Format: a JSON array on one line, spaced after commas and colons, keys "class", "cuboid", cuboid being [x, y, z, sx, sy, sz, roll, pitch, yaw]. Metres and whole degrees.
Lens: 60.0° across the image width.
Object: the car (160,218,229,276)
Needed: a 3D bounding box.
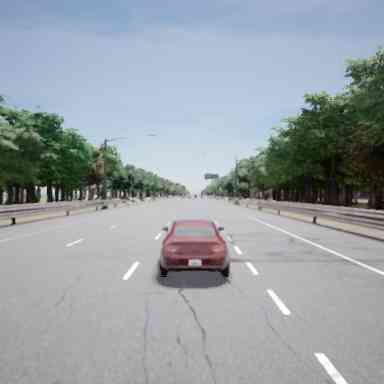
[{"class": "car", "cuboid": [0.045, 1.518, 10.216, 1.812, 1.442, 4.674, 0, 0, -1]}]
